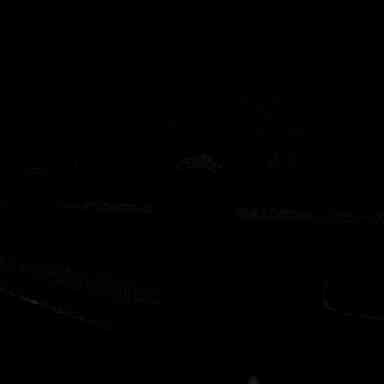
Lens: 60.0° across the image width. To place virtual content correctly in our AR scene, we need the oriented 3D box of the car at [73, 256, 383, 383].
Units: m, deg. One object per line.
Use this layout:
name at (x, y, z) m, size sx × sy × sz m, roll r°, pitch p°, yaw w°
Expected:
car at (1.460, 1.315, 1.808) m, size 5.009 × 1.841 × 2.192 m, roll 0°, pitch 0°, yaw 36°
